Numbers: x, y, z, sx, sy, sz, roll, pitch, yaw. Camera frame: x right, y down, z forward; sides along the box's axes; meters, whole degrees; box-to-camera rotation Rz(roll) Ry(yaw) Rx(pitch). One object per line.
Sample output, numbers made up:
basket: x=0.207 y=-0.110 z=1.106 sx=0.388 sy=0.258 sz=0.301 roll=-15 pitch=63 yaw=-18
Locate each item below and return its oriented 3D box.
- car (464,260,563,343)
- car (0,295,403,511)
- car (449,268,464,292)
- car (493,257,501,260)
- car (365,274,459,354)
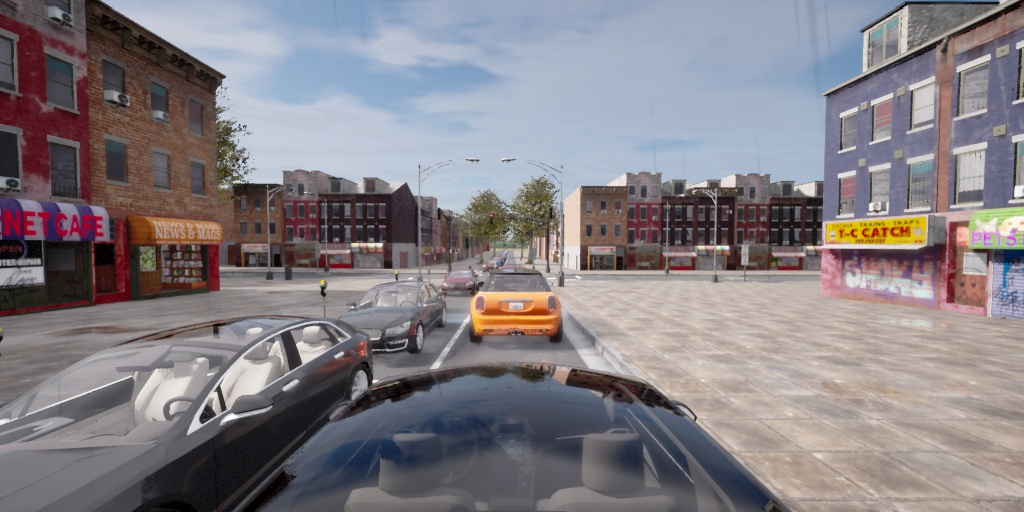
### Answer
car: x=0.083 y=1.101 z=9.857 sx=2.097 sy=1.767 sz=4.553 roll=0 pitch=0 yaw=0
car: x=-2.643 y=1.300 z=3.098 sx=2.007 sy=1.370 sz=4.403 roll=0 pitch=0 yaw=0
car: x=-2.677 y=1.336 z=19.441 sx=1.802 sy=1.307 sz=4.207 roll=0 pitch=0 yaw=0
car: x=-2.733 y=1.245 z=46.216 sx=1.967 sy=1.591 sz=4.097 roll=0 pitch=0 yaw=0
car: x=-2.654 y=1.299 z=8.547 sx=2.007 sy=1.370 sz=4.403 roll=0 pitch=0 yaw=0
